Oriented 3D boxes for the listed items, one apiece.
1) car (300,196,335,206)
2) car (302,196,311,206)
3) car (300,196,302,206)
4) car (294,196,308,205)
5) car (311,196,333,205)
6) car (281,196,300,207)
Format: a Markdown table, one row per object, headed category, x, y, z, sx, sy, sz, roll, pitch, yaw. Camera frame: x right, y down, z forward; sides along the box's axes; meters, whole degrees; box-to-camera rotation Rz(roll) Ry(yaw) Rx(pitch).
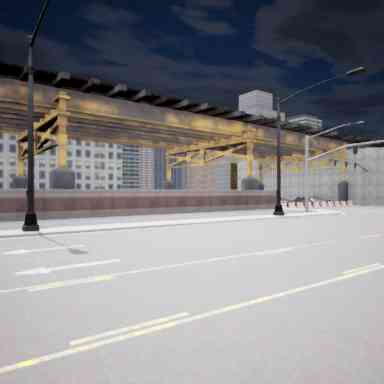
| category | x | y | z | sx | sy | sz | roll | pitch | yaw |
| --- | --- | --- | --- | --- | --- | --- | --- | --- | --- |
| car | 20.320 | 1.450 | 53.948 | 4.974 | 1.542 | 2.038 | 0 | 0 | -7 |
| car | 16.410 | 1.450 | 50.188 | 2.038 | 1.542 | 4.974 | 0 | 0 | 18 |
| car | 12.665 | 1.450 | 47.503 | 4.974 | 1.542 | 2.038 | 0 | 0 | 8 |
| car | 16.426 | 1.292 | 50.238 | 1.853 | 1.218 | 4.536 | 0 | 0 | 18 |
| car | 20.269 | 1.292 | 53.941 | 4.536 | 1.218 | 1.853 | 0 | 0 | -7 |
| car | 12.613 | 1.292 | 47.510 | 4.536 | 1.218 | 1.853 | 0 | 0 | 8 |
